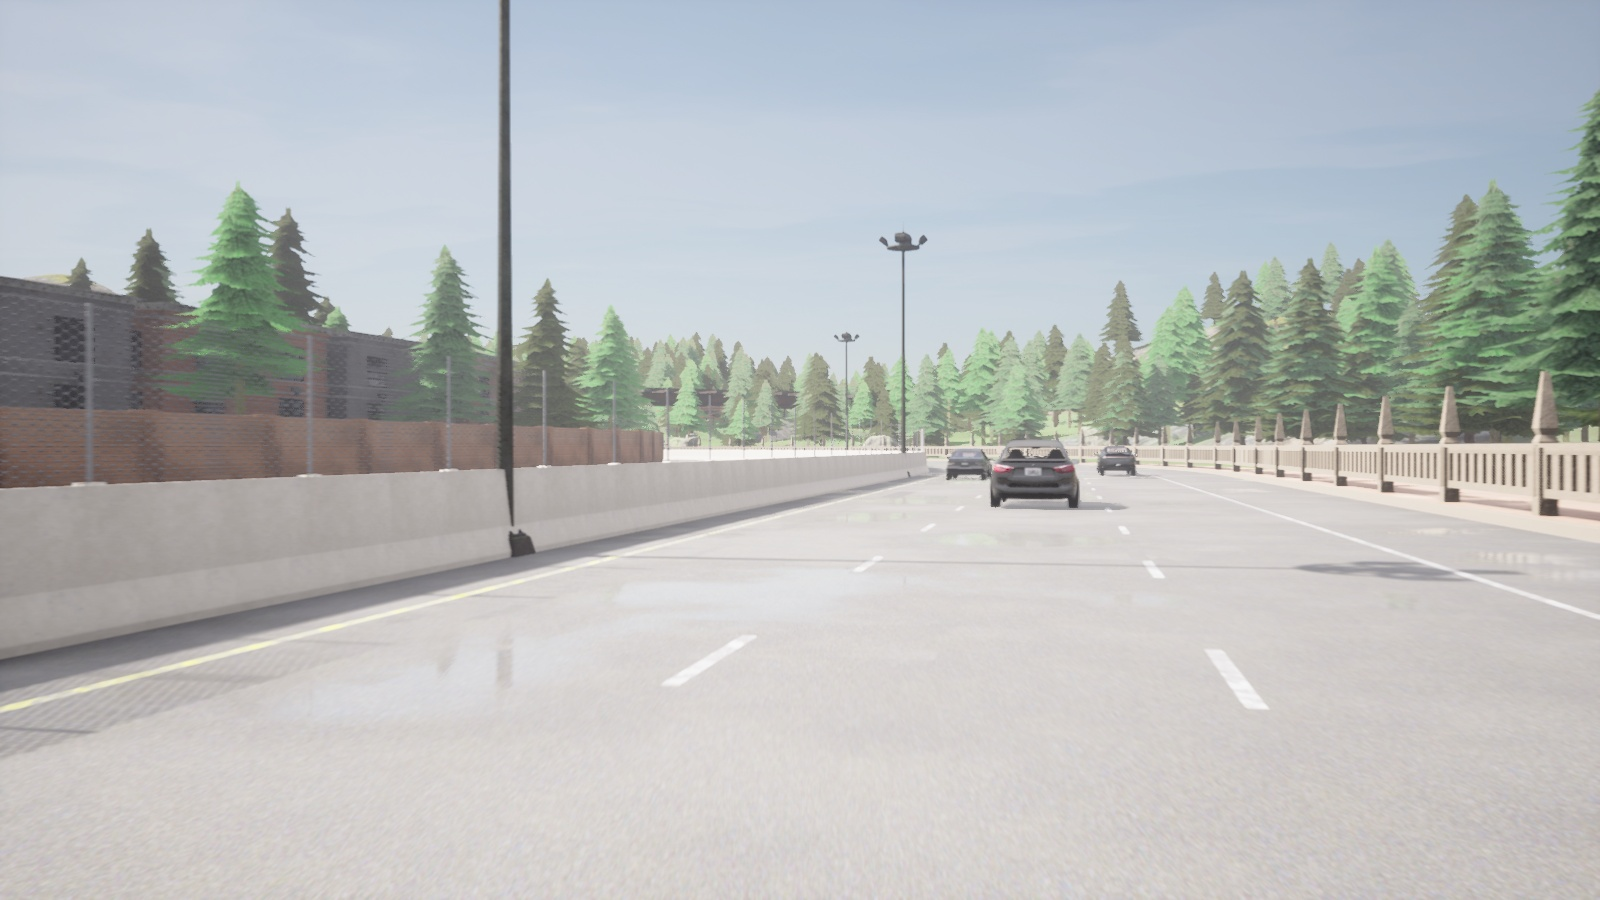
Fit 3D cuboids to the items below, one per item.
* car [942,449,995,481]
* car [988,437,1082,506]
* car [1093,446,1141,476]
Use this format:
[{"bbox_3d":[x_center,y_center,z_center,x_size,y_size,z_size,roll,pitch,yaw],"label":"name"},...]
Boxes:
[{"bbox_3d":[7.833,0.654,57.893,2.033,1.411,5.357,0,0,12],"label":"car"},{"bbox_3d":[6.156,0.514,32.664,2.242,1.667,4.611,0,0,12],"label":"car"},{"bbox_3d":[16.693,0.549,66.326,2.128,1.511,4.902,0,0,11],"label":"car"}]
